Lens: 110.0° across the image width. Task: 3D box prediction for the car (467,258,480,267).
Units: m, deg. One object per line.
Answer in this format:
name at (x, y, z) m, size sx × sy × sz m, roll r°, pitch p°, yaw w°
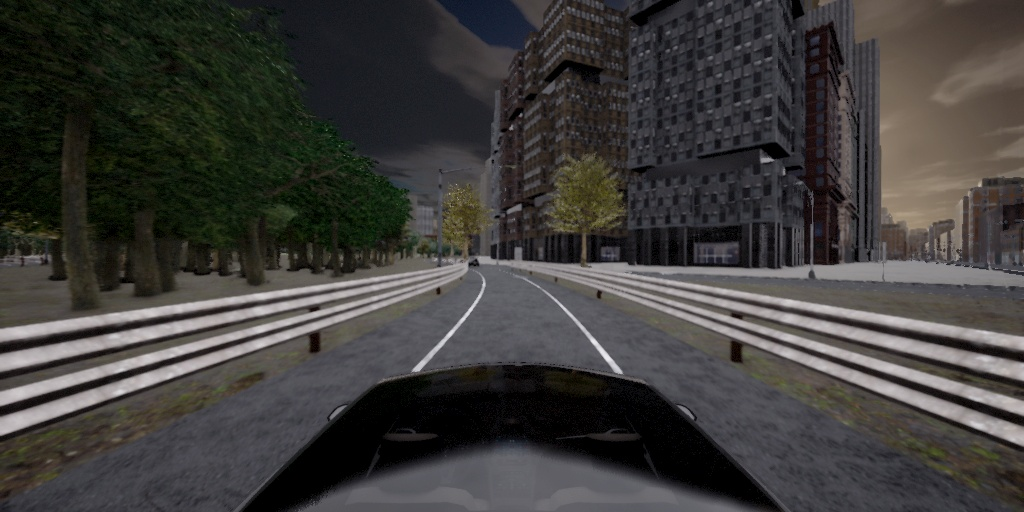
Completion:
car at (-6.861, 1.109, 61.500) m, size 1.837 × 1.490 × 4.892 m, roll 0°, pitch 0°, yaw -18°
